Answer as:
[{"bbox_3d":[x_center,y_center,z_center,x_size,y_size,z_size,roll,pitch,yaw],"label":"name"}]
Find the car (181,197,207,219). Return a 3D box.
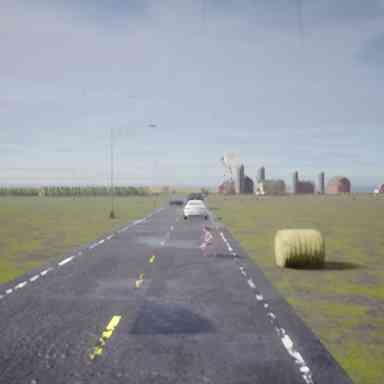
[{"bbox_3d":[0.314,1.430,28.027,1.812,1.442,4.674,0,0,1],"label":"car"}]

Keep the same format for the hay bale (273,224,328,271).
[{"bbox_3d":[3.213,1.621,10.002,1.220,1.180,1.240,1,1,0],"label":"hay bale"}]

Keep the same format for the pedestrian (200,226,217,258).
[{"bbox_3d":[0.549,1.633,11.184,0.500,1.100,0.500,-1,1,1],"label":"pedestrian"}]

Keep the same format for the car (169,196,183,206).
[{"bbox_3d":[-2.391,1.312,49.768,1.882,1.535,5.008,0,0,1],"label":"car"}]

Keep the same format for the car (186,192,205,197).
[{"bbox_3d":[0.439,1.074,42.944,2.150,2.045,5.566,0,0,1],"label":"car"}]
